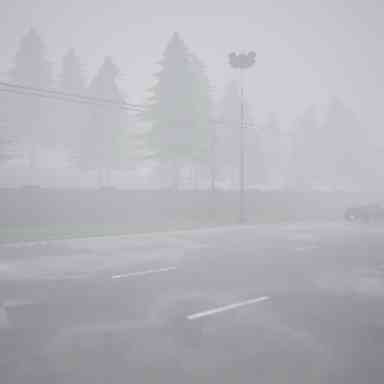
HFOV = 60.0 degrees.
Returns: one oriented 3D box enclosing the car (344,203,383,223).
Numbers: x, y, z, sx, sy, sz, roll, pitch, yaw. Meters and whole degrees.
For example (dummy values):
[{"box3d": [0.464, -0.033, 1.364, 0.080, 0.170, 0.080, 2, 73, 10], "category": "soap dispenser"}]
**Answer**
[{"box3d": [14.209, 1.631, 26.785, 4.892, 1.490, 1.837, 0, 0, -36], "category": "car"}]
